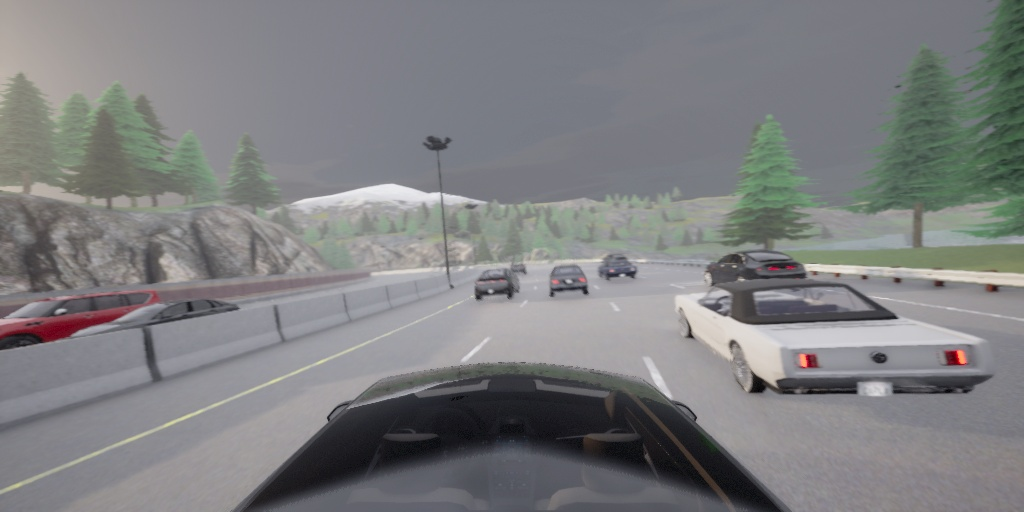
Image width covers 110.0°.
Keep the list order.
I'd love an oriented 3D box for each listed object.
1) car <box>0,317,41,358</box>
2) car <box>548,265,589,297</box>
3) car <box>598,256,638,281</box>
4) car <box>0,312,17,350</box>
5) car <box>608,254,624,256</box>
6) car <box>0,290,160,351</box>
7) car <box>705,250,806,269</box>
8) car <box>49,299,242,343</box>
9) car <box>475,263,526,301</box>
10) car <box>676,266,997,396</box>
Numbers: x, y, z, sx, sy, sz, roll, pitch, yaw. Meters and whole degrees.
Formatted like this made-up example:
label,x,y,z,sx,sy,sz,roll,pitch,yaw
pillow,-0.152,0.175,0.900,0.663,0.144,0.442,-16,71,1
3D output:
label,x,y,z,sx,sy,sz,roll,pitch,yaw
car,-19.827,3.134,11.881,1.895,1.301,4.718,-5,0,12
car,2.831,1.161,18.394,2.033,1.411,5.357,-5,0,7
car,7.004,0.893,24.299,1.895,1.301,4.718,-5,0,6
car,-23.107,3.319,13.408,2.128,1.511,4.902,-5,0,11
car,11.142,0.537,38.926,1.837,1.490,4.892,-4,0,0
car,-16.073,2.439,13.075,2.150,2.045,5.566,-5,-1,11
car,9.208,0.538,14.027,1.837,1.490,4.892,-4,0,8
car,-12.525,2.413,13.071,1.837,1.490,4.892,-5,0,10
car,-0.693,1.415,19.022,2.128,1.511,4.902,-5,0,7
car,4.081,1.022,5.766,1.895,1.301,4.718,-5,0,12
